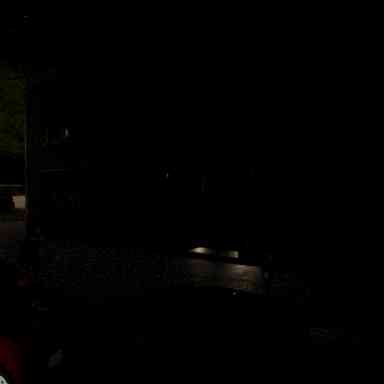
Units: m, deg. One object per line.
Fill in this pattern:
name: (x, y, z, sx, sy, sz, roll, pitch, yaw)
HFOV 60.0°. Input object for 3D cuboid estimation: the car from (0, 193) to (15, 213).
car: (-20.511, 1.122, 32.795, 2.150, 2.045, 5.566, 0, 0, 35)

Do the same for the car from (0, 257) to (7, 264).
car: (-4.563, 1.582, 6.055, 4.206, 1.307, 1.802, 0, 0, 35)

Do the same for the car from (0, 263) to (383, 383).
car: (-0.065, 1.545, 2.859, 4.507, 1.381, 1.887, 0, 0, 35)
